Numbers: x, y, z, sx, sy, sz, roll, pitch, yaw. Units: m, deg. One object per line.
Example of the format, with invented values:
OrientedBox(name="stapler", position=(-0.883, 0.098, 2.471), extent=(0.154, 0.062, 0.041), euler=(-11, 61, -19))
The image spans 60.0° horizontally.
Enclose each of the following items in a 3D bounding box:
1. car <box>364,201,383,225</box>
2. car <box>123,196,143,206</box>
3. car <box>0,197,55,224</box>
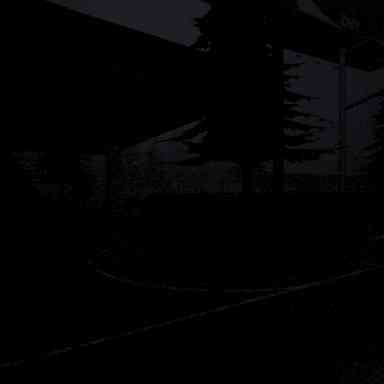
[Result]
OrientedBox(name="car", position=(11.450, 1.317, 21.334), extent=(2.128, 1.511, 4.902), euler=(0, 1, -36))
OrientedBox(name="car", position=(-8.907, 1.328, 50.232), extent=(2.128, 1.511, 4.902), euler=(0, 1, -30))
OrientedBox(name="car", position=(-11.894, 1.313, 23.518), extent=(3.866, 1.878, 1.905), euler=(0, 0, -36))
